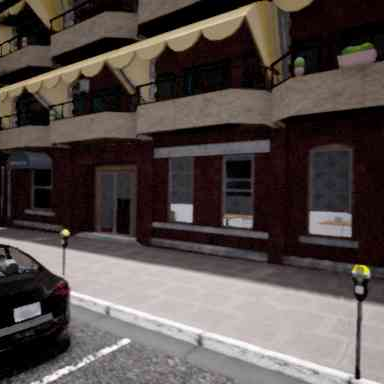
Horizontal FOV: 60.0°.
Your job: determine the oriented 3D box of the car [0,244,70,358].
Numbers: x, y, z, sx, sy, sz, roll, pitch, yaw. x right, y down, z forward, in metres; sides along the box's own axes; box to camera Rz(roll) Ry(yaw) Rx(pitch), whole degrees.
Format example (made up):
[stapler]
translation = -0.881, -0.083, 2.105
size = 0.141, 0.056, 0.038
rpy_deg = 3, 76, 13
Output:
[car]
translation = -3.750, 1.525, 5.385
size = 4.313, 1.339, 1.947
rpy_deg = 0, 1, 36
